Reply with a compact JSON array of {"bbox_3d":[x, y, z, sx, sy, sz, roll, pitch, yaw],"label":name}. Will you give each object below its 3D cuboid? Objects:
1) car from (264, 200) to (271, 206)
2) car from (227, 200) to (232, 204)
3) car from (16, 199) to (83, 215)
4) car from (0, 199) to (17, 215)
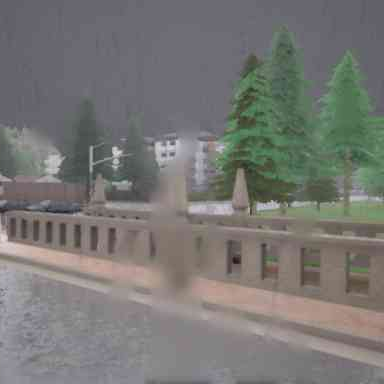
[{"bbox_3d":[10.309,1.403,48.979,2.128,1.511,4.902,0,0,38],"label":"car"},{"bbox_3d":[7.416,1.492,50.959,1.895,1.301,4.718,0,0,38],"label":"car"},{"bbox_3d":[-12.653,1.414,30.505,2.033,1.411,5.357,0,0,38],"label":"car"},{"bbox_3d":[-16.708,1.394,30.970,2.033,1.411,5.357,0,0,37],"label":"car"}]
